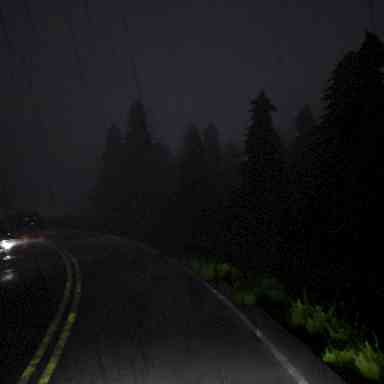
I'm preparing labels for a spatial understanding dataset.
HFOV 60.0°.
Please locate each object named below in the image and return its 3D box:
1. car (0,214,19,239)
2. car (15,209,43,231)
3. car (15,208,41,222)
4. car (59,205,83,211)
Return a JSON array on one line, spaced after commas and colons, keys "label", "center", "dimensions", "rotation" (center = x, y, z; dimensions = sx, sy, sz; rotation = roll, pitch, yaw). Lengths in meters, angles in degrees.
[{"label": "car", "center": [-12.765, 2.315, 21.045], "dimensions": [1.994, 1.385, 4.181], "rotation": [-4, 0, -40]}, {"label": "car", "center": [-13.431, 2.260, 26.769], "dimensions": [2.128, 1.511, 4.902], "rotation": [-3, 0, -38]}, {"label": "car", "center": [-20.771, 2.845, 42.212], "dimensions": [1.812, 1.442, 4.674], "rotation": [-1, -1, -12]}, {"label": "car", "center": [-22.184, 3.157, 60.927], "dimensions": [2.128, 1.511, 4.902], "rotation": [1, -1, 22]}]
